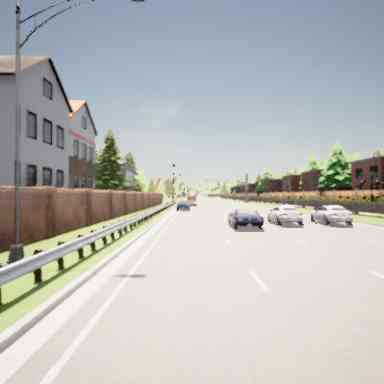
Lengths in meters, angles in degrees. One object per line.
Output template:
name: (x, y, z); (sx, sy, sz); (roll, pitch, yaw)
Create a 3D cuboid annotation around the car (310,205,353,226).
car: (10.581, 1.740, 25.418); (1.812, 1.442, 4.674); (0, 0, 0)

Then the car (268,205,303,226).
car: (7.081, 1.741, 25.476); (1.812, 1.442, 4.674); (0, 0, 0)

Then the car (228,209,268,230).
car: (3.594, 1.794, 22.921); (1.895, 1.301, 4.718); (0, 0, 0)

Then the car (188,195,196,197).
car: (-0.015, 1.758, 78.712); (2.150, 2.045, 5.566); (0, 0, 0)

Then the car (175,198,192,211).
car: (-1.234, 1.920, 46.763); (1.812, 1.442, 4.674); (0, 0, 0)

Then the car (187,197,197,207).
car: (-0.011, 2.143, 63.693); (1.895, 1.301, 4.718); (0, 0, 0)
